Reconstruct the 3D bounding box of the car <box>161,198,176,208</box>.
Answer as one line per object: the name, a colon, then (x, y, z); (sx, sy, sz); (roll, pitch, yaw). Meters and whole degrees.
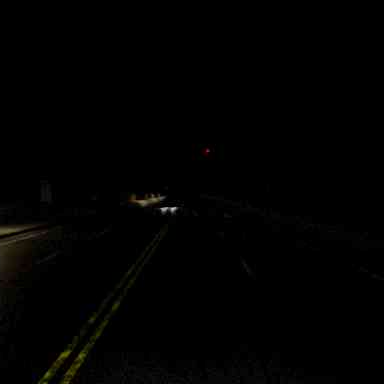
car: (-3.254, 1.517, 47.305); (2.033, 1.411, 5.357); (0, 0, 0)
